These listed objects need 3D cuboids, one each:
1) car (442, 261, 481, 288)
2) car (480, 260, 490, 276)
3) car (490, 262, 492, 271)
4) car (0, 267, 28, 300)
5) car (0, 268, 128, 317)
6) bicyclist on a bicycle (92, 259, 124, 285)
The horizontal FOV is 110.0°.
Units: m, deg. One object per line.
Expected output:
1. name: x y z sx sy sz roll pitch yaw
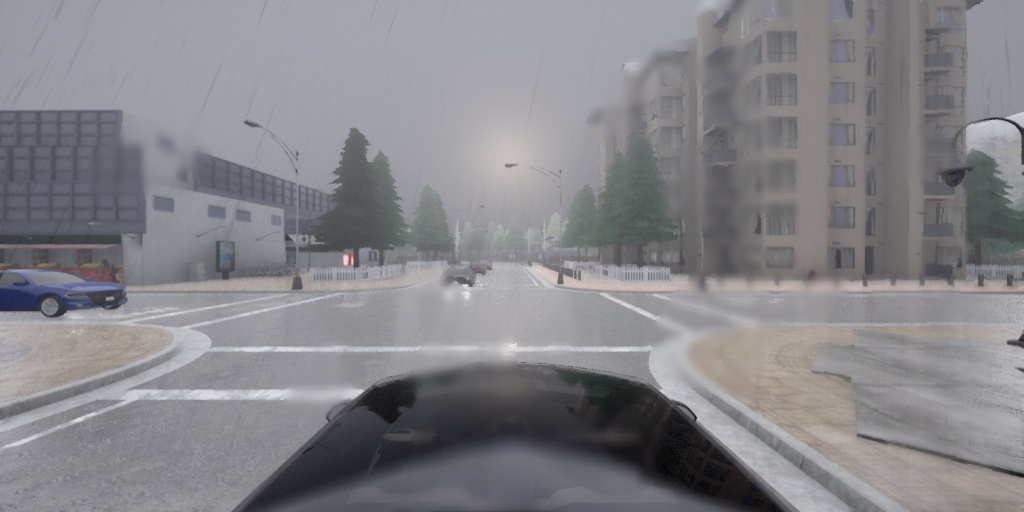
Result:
1. car: -3.415 1.262 23.956 2.033 1.411 5.357 0 0 -3
2. car: -3.645 1.297 36.845 1.895 1.301 4.718 0 0 0
3. car: -3.624 1.227 48.072 2.033 1.411 5.357 0 0 0
4. car: -25.180 1.238 16.061 4.674 1.442 1.812 0 0 1
5. car: -16.306 1.196 12.337 5.008 1.535 1.882 0 0 0
6. bicyclist on a bicycle: -22.395 1.007 19.872 0.582 1.620 1.656 0 0 0
